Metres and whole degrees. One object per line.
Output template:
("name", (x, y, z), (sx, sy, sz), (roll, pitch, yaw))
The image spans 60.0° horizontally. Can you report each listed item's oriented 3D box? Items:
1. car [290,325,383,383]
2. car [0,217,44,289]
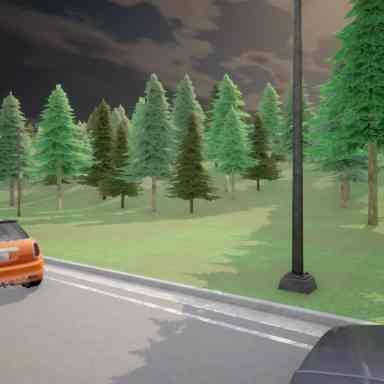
("car", (3.230, 1.547, 1.691), (5.357, 1.411, 2.033), (0, 0, 36))
("car", (-5.609, 1.351, 7.995), (4.553, 1.767, 2.097), (0, 0, 36))
